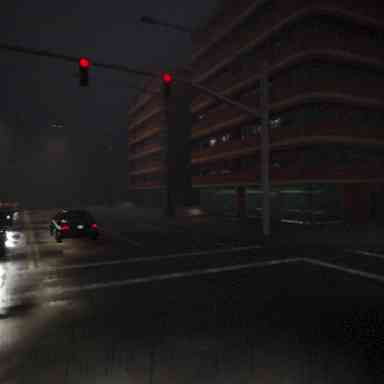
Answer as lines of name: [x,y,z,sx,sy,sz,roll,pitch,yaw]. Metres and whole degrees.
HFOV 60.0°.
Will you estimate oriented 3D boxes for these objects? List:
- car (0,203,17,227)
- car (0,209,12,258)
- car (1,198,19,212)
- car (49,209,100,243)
car: [-13.473,1.727,23.157,1.895,1.301,4.718,-1,0,-27]
car: [-8.125,1.606,12.757,1.812,1.442,4.674,-1,0,-27]
car: [-22.058,1.552,40.042,2.097,1.767,4.553,-1,0,-27]
car: [-5.980,1.584,16.662,2.033,1.411,5.357,-1,0,-27]
